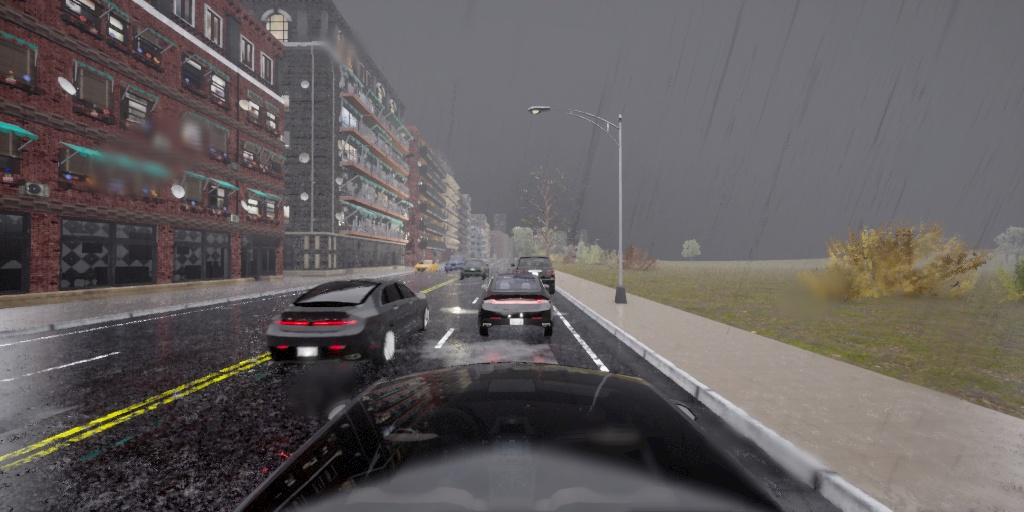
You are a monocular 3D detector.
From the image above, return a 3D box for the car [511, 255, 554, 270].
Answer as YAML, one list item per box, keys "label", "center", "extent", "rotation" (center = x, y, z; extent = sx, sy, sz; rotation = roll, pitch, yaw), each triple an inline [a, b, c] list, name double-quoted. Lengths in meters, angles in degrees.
- label: "car"
  center: [1.132, 0.977, 20.236]
  extent: [2.150, 2.045, 5.566]
  rotation: [0, 0, 0]

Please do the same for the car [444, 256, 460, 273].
- label: "car"
  center: [-6.613, 0.973, 42.988]
  extent: [2.150, 2.045, 5.566]
  rotation: [0, 0, 0]

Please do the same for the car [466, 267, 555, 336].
- label: "car"
  center: [0.098, 1.243, 10.366]
  extent: [2.128, 1.511, 4.902]
  rotation: [0, 0, 0]

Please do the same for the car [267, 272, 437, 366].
- label: "car"
  center: [-3.152, 1.254, 7.956]
  extent: [1.837, 1.490, 4.892]
  rotation: [0, -1, 0]

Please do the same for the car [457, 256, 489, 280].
- label: "car"
  center: [-3.158, 1.103, 31.252]
  extent: [2.097, 1.767, 4.553]
  rotation: [0, 0, 1]

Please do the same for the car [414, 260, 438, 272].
- label: "car"
  center: [-9.864, 1.229, 41.444]
  extent: [1.882, 1.535, 5.008]
  rotation: [0, 0, 0]
